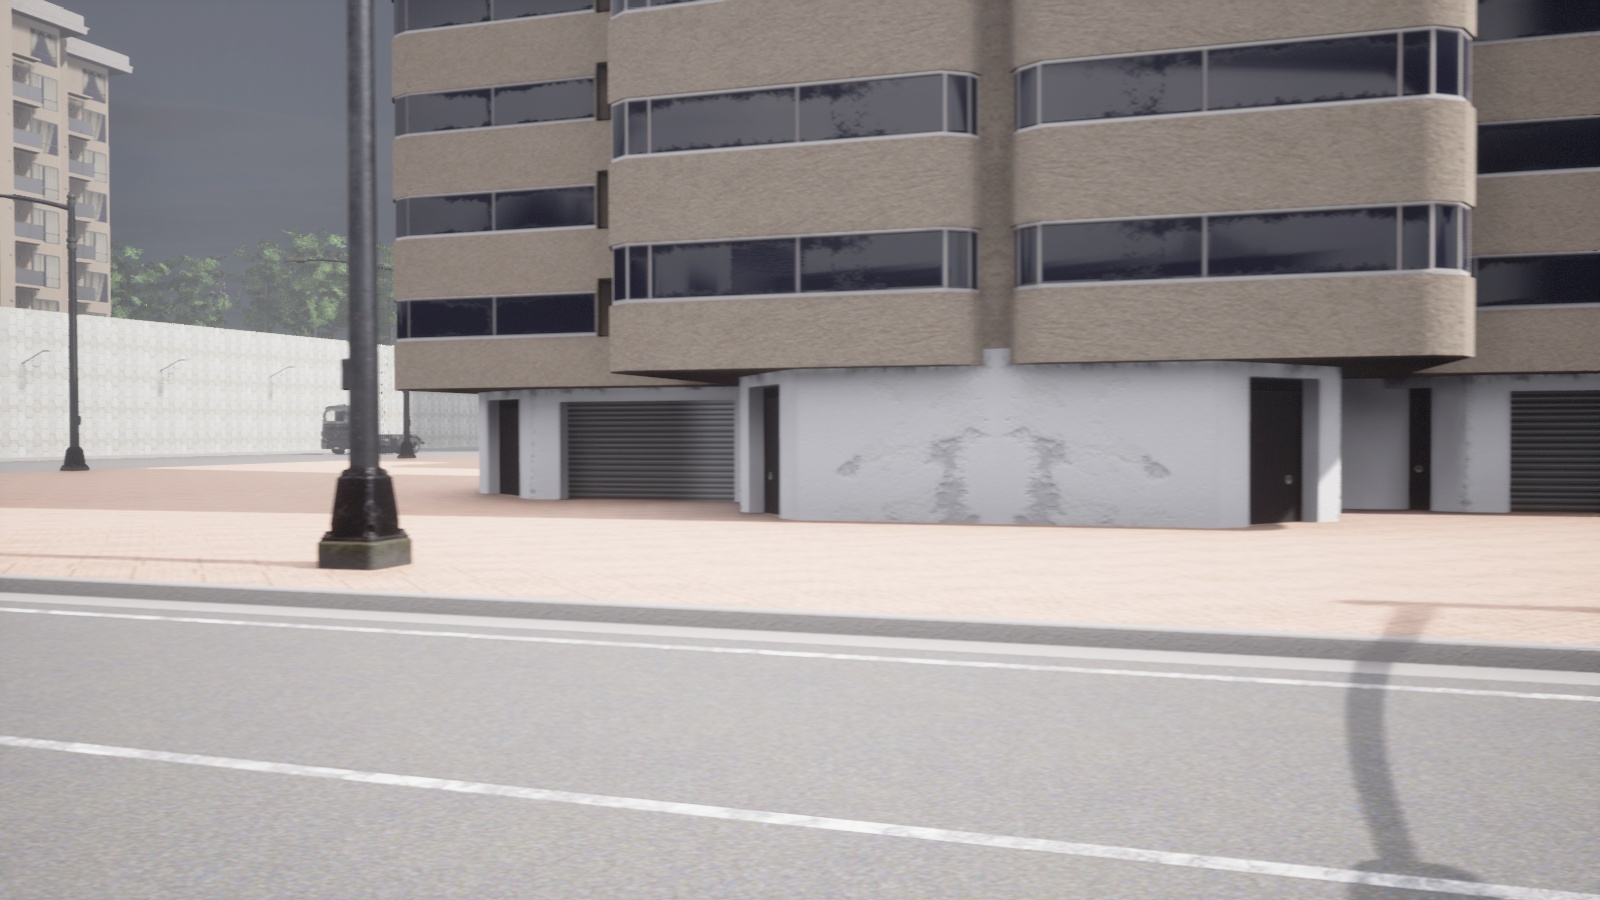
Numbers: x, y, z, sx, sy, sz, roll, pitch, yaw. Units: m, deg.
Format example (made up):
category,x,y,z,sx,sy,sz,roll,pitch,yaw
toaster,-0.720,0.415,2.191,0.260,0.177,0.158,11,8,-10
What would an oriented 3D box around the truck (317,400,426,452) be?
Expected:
category,x,y,z,sx,sy,sz,roll,pitch,yaw
truck,-29.688,-1.666,87.380,2.891,3.462,7.936,1,1,19
